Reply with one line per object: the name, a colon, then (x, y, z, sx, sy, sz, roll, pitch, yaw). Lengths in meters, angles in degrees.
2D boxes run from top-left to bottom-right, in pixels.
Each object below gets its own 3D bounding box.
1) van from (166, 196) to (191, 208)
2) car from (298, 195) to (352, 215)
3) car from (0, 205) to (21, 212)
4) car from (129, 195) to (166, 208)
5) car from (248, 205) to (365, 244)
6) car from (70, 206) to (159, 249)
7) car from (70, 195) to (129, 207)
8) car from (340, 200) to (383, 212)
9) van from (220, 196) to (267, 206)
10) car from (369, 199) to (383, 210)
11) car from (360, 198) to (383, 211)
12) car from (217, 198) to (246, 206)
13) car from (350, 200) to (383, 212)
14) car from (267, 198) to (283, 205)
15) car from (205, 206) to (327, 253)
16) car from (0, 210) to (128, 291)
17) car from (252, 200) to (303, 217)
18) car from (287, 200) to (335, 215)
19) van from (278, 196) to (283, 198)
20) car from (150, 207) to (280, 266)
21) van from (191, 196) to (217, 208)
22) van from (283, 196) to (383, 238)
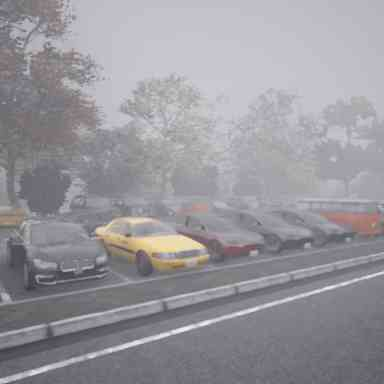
van: (-2.332, 1.320, 26.434, 1.878, 1.987, 4.442, 0, 0, -35)
car: (15.635, 1.457, 39.395, 2.435, 2.045, 5.566, 1, 0, -35)
car: (-11.427, 1.507, 20.101, 2.097, 1.535, 5.008, 0, 0, -35)
car: (-4.640, 1.285, 24.901, 2.435, 2.045, 5.566, 0, 0, -35)
car: (5.134, 1.578, 15.802, 2.163, 1.488, 4.792, 0, 0, -35)
car: (-4.113, 1.543, 14.704, 4.892, 1.490, 1.837, 0, 0, -35)
car: (-6.897, 1.275, 23.296, 2.435, 2.045, 5.566, 0, 0, -35)
car: (22.421, 1.850, 44.184, 2.002, 1.452, 4.674, 1, 0, -35)
van: (4.448, 1.352, 31.268, 1.878, 1.987, 4.442, 0, 0, -36)
car: (29.094, 1.910, 48.928, 2.097, 1.535, 5.008, 1, 0, -35)
car: (26.816, 1.751, 47.352, 2.185, 1.767, 4.553, 1, 0, -35)
car: (2.111, 1.565, 29.745, 2.097, 1.535, 5.008, 0, 0, -35)
car: (24.694, 1.873, 45.768, 2.163, 1.488, 4.792, 1, 0, -35)
car: (6.609, 1.623, 32.974, 2.163, 1.488, 4.792, 0, 0, -35)
car: (2.872, 1.568, 14.192, 2.163, 1.488, 4.792, 0, 0, -35)
car: (-3.935, 1.510, 9.394, 2.231, 1.521, 4.892, 0, 0, -35)
car: (8.760, 1.644, 34.504, 2.163, 1.488, 4.792, 1, 0, -35)
car: (13.409, 1.704, 37.741, 2.163, 1.488, 4.792, 1, 0, -35)
van: (10.969, 1.416, 36.183, 1.878, 1.987, 4.442, 1, 0, -35)
car: (0.610, 1.558, 12.583, 2.163, 1.488, 4.792, 0, 0, -35)
van: (-0.210, 1.330, 28.230, 1.878, 1.987, 4.442, 0, 0, -35)
van: (7.313, 1.332, 17.530, 1.878, 1.987, 4.442, 0, 0, -35)
